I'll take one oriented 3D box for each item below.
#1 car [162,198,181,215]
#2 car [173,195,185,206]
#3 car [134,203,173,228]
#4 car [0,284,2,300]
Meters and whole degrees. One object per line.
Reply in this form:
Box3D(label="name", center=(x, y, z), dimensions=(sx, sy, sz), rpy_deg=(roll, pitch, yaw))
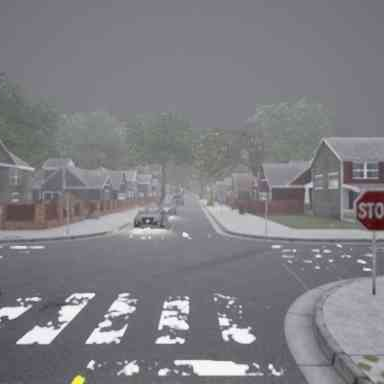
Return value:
Box3D(label="car", center=(-2.623, 1.715, 36.964), dimensions=(2.128, 1.511, 4.902), rpy_deg=(0, 0, 0))
Box3D(label="car", center=(-2.538, 1.574, 61.507), dimensions=(2.150, 2.045, 5.566), rpy_deg=(0, 0, 0))
Box3D(label="car", center=(-2.767, 1.706, 23.486), dimensions=(1.994, 1.385, 4.181), rpy_deg=(0, 0, 3))
Box3D(label="car", center=(-5.929, 1.363, 5.785), dimensions=(4.553, 1.767, 2.097), rpy_deg=(4, 0, 4))
